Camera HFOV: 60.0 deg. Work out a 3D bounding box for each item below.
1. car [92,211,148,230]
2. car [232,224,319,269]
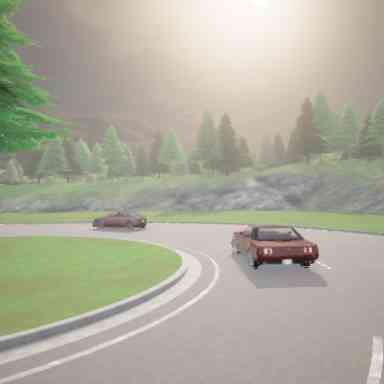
[{"bbox_3d":[-5.558,2.164,25.692,4.181,1.385,1.994,-1,-1,19],"label":"car"},{"bbox_3d":[2.704,1.807,11.988,1.895,1.301,4.718,-1,-1,-3],"label":"car"}]
